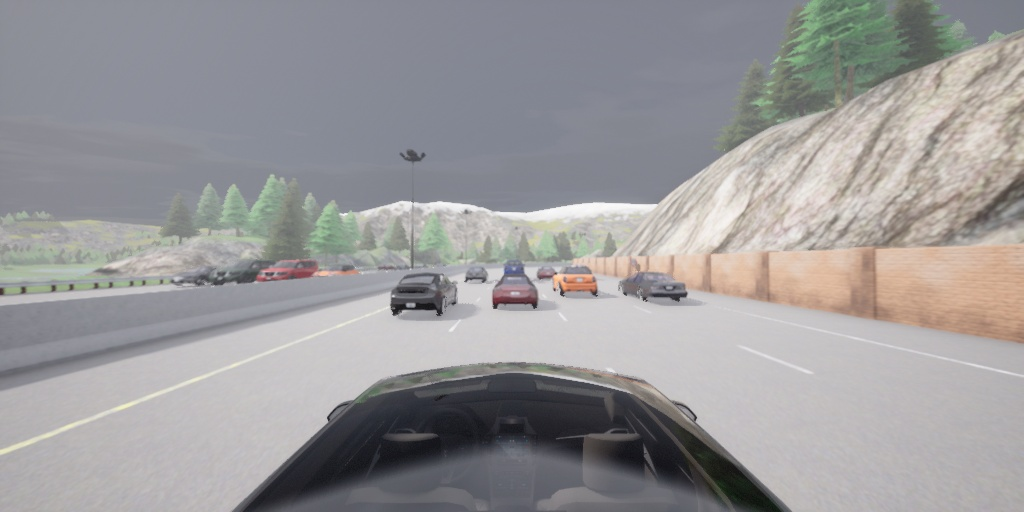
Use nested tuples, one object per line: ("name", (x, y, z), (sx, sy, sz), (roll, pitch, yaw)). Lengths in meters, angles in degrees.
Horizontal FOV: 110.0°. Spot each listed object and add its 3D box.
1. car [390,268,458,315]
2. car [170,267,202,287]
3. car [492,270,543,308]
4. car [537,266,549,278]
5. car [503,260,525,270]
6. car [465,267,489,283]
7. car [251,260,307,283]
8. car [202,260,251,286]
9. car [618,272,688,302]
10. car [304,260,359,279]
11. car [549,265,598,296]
("car", (-3.373, 1.420, 14.424), (1.837, 1.490, 4.892), (0, -1, 0))
("car", (-24.509, 1.578, 28.724), (2.128, 1.511, 4.902), (0, -1, 0))
("car", (0.139, 1.508, 16.490), (1.994, 1.385, 4.181), (0, -1, 0))
("car", (3.722, 1.802, 38.756), (1.994, 1.385, 4.181), (0, -1, 0))
("car", (0.221, 1.447, 38.020), (2.150, 2.045, 5.566), (0, -1, 0))
("car", (-3.296, 1.715, 33.798), (2.033, 1.411, 5.357), (0, -1, 0))
("car", (-17.511, 1.311, 28.563), (2.150, 2.045, 5.566), (0, -1, 0))
("car", (-21.012, 1.310, 28.585), (2.150, 2.045, 5.566), (0, -1, 0))
("car", (7.153, 1.526, 18.763), (2.033, 1.411, 5.357), (0, -1, 0))
("car", (-14.011, 1.444, 28.559), (2.097, 1.767, 4.553), (0, -1, 0))
("car", (3.661, 1.363, 21.498), (2.097, 1.767, 4.553), (0, -1, 0))
